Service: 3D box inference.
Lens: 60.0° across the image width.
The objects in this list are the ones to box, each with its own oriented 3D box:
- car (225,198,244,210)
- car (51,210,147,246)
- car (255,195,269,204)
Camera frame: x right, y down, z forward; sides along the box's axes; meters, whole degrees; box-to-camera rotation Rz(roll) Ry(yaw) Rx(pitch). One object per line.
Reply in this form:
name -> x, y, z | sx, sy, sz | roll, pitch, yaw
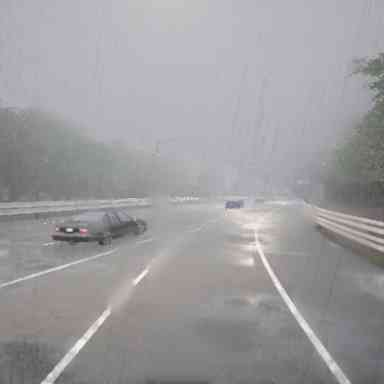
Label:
car -> 5.871, 1.550, 45.172 | 1.882, 1.535, 5.008 | 0, 0, 18
car -> -3.952, 1.533, 15.251 | 2.033, 1.411, 5.357 | 0, 0, 18
car -> 15.036, 1.747, 72.849 | 1.837, 1.490, 4.892 | 0, -1, 18
